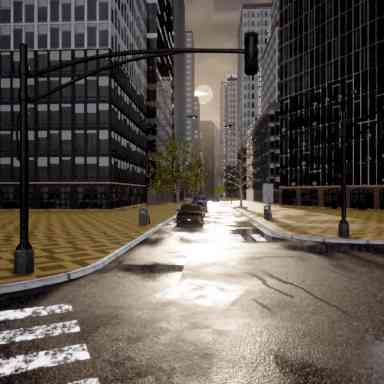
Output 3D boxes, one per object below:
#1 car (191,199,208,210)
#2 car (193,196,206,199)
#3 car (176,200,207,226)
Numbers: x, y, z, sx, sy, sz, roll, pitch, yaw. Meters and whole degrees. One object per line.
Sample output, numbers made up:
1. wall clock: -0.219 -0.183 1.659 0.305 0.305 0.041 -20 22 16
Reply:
1. car: 0.493 1.777 35.498 1.812 1.442 4.674 0 0 3
2. car: 1.077 1.554 46.141 2.150 2.045 5.566 0 0 3
3. car: -0.070 1.653 25.294 1.882 1.535 5.008 0 0 3
